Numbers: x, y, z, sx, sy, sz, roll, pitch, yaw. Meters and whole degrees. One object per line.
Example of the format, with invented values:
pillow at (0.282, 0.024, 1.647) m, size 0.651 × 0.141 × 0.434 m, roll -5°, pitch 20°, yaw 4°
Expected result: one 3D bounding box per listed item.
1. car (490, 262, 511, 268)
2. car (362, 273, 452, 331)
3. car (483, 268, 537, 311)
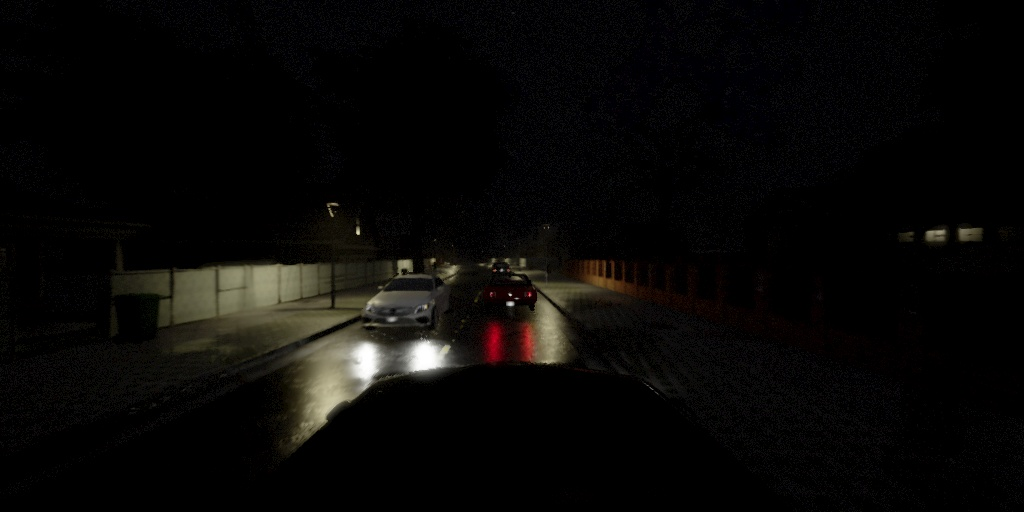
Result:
car at (-1.060, 1.309, 33.902) m, size 2.033 × 1.411 × 5.357 m, roll 0°, pitch 0°, yaw -4°
car at (-2.980, 1.280, 11.100) m, size 1.812 × 1.442 × 4.674 m, roll 0°, pitch 0°, yaw -1°
car at (-0.114, 1.352, 14.515) m, size 1.895 × 1.301 × 4.718 m, roll 0°, pitch 0°, yaw -2°
